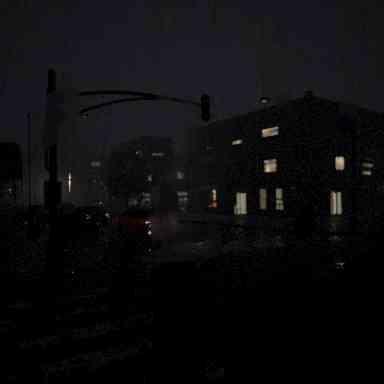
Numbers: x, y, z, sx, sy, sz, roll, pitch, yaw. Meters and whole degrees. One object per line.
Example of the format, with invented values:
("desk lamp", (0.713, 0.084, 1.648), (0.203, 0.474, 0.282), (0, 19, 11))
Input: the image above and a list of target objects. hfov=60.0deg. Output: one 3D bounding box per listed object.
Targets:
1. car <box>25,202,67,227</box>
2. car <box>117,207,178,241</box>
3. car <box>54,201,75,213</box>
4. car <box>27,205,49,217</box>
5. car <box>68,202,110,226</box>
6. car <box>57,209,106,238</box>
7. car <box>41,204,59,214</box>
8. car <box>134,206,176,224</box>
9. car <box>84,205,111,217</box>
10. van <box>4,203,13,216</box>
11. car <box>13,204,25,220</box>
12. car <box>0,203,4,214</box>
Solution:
("car", (-13.338, 2.068, 30.185), (2.192, 1.841, 5.009), (-2, 0, -35))
("car", (-2.713, 1.741, 19.529), (2.097, 1.767, 4.553), (-1, -1, -35))
("car", (-22.428, 2.614, 58.383), (2.192, 1.841, 5.009), (-2, 0, -35))
("car", (-22.599, 2.731, 48.610), (2.033, 1.411, 5.357), (-1, -1, -34))
("car", (-8.539, 1.973, 27.985), (2.097, 1.767, 4.553), (-1, -1, -35))
("car", (-7.496, 2.086, 21.648), (1.947, 1.339, 4.313), (-2, 0, -35))
("car", (-23.741, 2.819, 55.577), (1.812, 1.442, 4.674), (-1, -1, -35))
("car", (-3.508, 2.099, 31.096), (2.008, 1.369, 4.403), (-2, 0, -35))
("car", (-12.591, 2.459, 44.103), (2.008, 1.369, 4.403), (-2, 0, -35))
("van", (-26.202, 2.609, 49.083), (1.690, 1.788, 3.998), (-2, 0, -35))
("car", (-19.528, 2.442, 39.356), (1.967, 1.590, 4.097), (-2, 0, -35))
("car", (-32.471, 2.832, 58.203), (2.192, 1.841, 5.009), (-2, 0, -35))
